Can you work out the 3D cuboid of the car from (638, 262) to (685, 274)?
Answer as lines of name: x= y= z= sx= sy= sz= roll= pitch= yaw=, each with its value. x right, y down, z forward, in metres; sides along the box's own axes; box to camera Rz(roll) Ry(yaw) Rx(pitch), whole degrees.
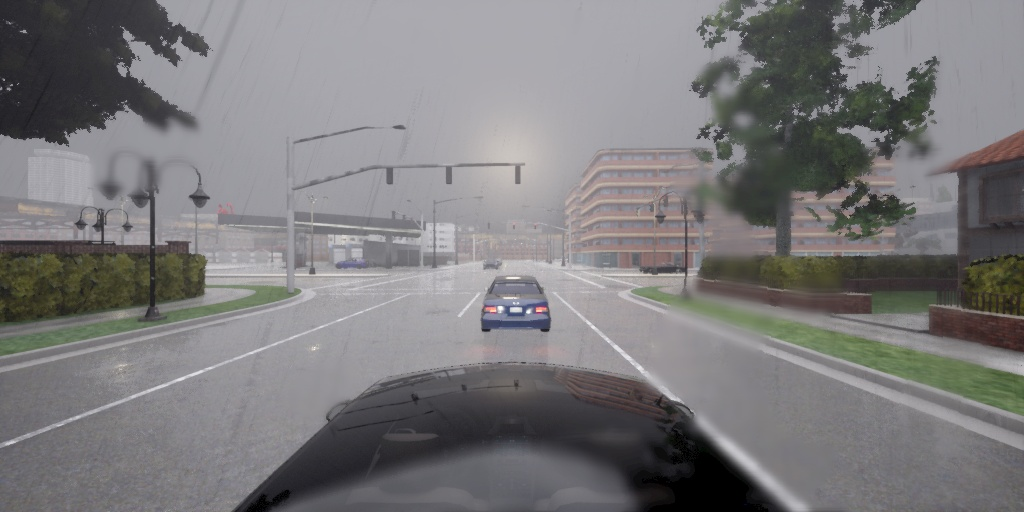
car: x=16.329 y=1.351 z=38.893 sx=4.718 sy=1.301 sz=1.895 roll=0 pitch=0 yaw=-3

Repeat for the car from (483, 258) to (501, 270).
car: x=-3.102 y=1.102 z=53.604 sx=2.097 sy=1.767 sz=4.553 roll=0 pitch=0 yaw=0

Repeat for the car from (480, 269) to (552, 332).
car: x=0.098 y=1.297 z=10.844 sx=2.033 sy=1.411 sz=5.357 roll=0 pitch=0 yaw=0

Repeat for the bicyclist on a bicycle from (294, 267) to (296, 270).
bicyclist on a bicycle: x=-29.016 y=1.180 z=47.116 sx=0.582 sy=1.620 sz=1.656 roll=-10 pitch=5 yaw=0
